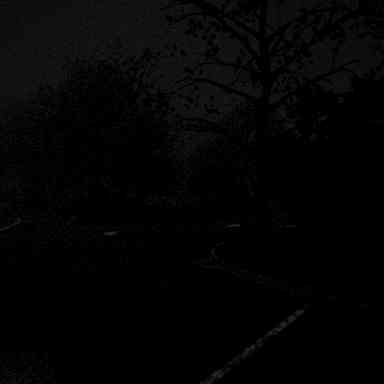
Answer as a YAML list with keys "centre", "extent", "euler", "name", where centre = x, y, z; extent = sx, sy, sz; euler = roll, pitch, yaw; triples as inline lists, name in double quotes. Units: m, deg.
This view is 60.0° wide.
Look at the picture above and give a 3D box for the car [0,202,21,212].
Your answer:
- centre: [-27.865, 2.225, 50.272]
  extent: [5.008, 1.535, 1.882]
  euler: [-1, -1, 33]
  name: "car"
